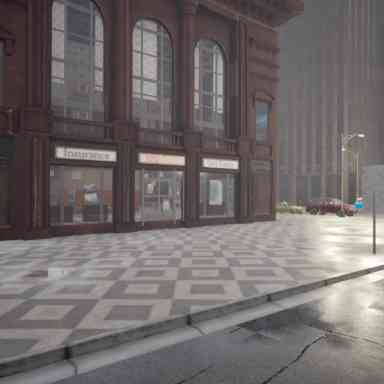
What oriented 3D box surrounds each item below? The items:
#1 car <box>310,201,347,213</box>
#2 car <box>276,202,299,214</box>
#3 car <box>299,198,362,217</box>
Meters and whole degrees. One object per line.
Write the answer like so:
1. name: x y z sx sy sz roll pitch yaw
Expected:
1. car: 17.637 1.900 43.110 1.802 1.307 4.206 -1 0 -35
2. car: 10.778 1.801 38.044 1.752 1.417 4.829 0 0 -35
3. car: 13.923 1.524 33.591 2.192 1.841 5.009 0 0 -35
